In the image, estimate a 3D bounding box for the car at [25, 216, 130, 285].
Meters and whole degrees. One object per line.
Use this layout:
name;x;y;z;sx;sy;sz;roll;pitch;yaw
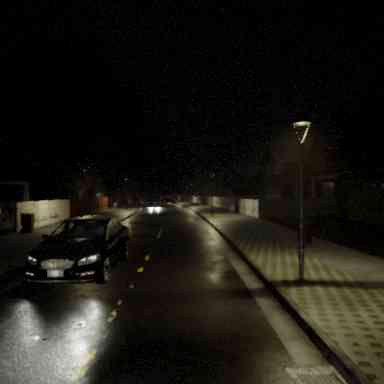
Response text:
car;-2.999;1.493;9.607;2.128;1.511;4.902;0;0;-1

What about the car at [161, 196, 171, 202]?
car;-6.463;1.757;82.028;1.882;1.535;5.008;0;0;-10

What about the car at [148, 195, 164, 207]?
car;-6.019;1.608;53.797;2.128;1.511;4.902;0;0;-6

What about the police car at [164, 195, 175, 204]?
police car;-4.833;1.633;72.225;1.930;1.638;5.238;0;0;-9
